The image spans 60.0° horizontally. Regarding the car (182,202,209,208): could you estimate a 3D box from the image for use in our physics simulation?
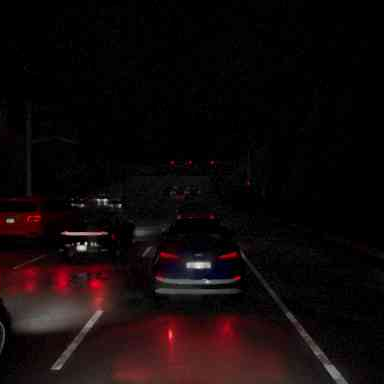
[{"bbox_3d":[0.173,1.344,17.544,2.097,1.767,4.553,0,0,0],"label":"car"}]

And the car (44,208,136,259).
[{"bbox_3d":[-3.347,1.486,12.529,2.128,1.511,4.902,0,0,0],"label":"car"}]

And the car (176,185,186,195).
[{"bbox_3d":[-3.045,-0.061,85.323,1.812,1.442,4.674,0,7,1],"label":"car"}]

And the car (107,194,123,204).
[{"bbox_3d":[-13.783,1.472,61.635,1.812,1.442,4.674,0,1,1],"label":"car"}]

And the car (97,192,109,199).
[{"bbox_3d":[-20.622,0.718,77.611,1.812,1.442,4.674,0,4,1],"label":"car"}]

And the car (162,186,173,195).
[{"bbox_3d":[-6.549,-0.003,84.946,2.033,1.411,5.357,0,7,1],"label":"car"}]

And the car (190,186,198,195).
[{"bbox_3d":[0.459,-0.075,85.706,1.994,1.385,4.181,0,7,1],"label":"car"}]

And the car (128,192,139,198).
[{"bbox_3d":[-13.624,0.725,77.461,1.812,1.442,4.674,0,4,1],"label":"car"}]

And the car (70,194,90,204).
[{"bbox_3d":[-20.765,1.294,62.007,2.097,1.767,4.553,0,1,1],"label":"car"}]

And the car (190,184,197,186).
[{"bbox_3d":[0.554,-1.428,95.301,1.837,1.490,4.892,0,7,1],"label":"car"}]

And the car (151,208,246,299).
[{"bbox_3d":[0.134,1.426,8.427,2.033,1.649,4.856,0,0,0],"label":"car"}]

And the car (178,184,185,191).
[{"bbox_3d":[-2.946,-1.404,95.339,1.812,1.442,4.674,0,7,1],"label":"car"}]

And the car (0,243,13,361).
[{"bbox_3d":[-3.391,1.524,2.649,1.812,1.442,4.674,0,0,0],"label":"car"}]

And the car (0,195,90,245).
[{"bbox_3d":[-6.868,1.215,15.560,2.150,2.045,5.566,0,0,3],"label":"car"}]
